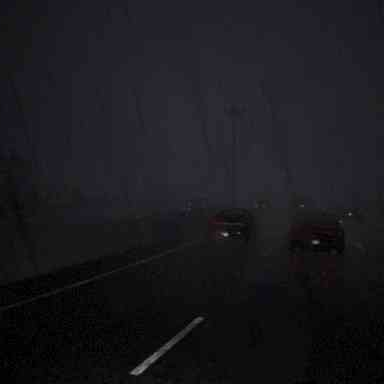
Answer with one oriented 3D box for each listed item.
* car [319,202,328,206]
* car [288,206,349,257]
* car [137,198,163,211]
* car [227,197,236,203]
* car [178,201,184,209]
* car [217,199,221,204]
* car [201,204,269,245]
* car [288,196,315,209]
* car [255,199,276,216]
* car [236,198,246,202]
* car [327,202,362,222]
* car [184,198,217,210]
[{"bbox_3d":[16.234,1.860,39.622,1.895,1.301,4.718,1,0,15],"label":"car"},{"bbox_3d":[5.042,1.557,13.561,1.882,1.535,5.008,1,0,20],"label":"car"},{"bbox_3d":[-5.158,1.483,41.738,1.882,1.535,5.008,1,0,15],"label":"car"},{"bbox_3d":[10.418,2.317,85.420,2.150,2.045,5.566,1,-5,15],"label":"car"},{"bbox_3d":[-0.295,1.620,46.293,2.033,1.411,5.357,1,0,15],"label":"car"},{"bbox_3d":[5.804,2.360,81.786,2.033,1.411,5.357,1,-4,15],"label":"car"},{"bbox_3d":[2.158,1.537,15.898,2.128,1.511,4.902,1,0,19],"label":"car"},{"bbox_3d":[10.416,1.395,31.576,2.150,2.045,5.566,1,0,15],"label":"car"},{"bbox_3d":[7.760,1.501,35.171,2.097,1.767,4.553,1,0,15],"label":"car"},{"bbox_3d":[12.120,2.395,78.332,1.994,1.385,4.181,1,-3,15],"label":"car"},{"bbox_3d":[13.289,1.767,28.783,1.994,1.385,4.181,1,0,15],"label":"car"},{"bbox_3d":[1.047,1.425,37.877,2.097,1.767,4.553,1,0,15],"label":"car"}]
